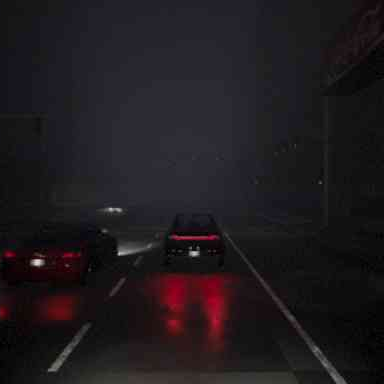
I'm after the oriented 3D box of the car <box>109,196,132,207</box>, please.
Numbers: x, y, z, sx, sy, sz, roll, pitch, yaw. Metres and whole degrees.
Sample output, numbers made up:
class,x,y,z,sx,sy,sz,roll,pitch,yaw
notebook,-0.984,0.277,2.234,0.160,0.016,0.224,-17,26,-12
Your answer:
class,x,y,z,sx,sy,sz,roll,pitch,yaw
car,-10.566,1.384,47.954,2.128,1.511,4.902,0,0,0

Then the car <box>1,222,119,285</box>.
class,x,y,z,sx,sy,sz,roll,pitch,yaw
car,-3.438,1.543,9.444,1.994,1.385,4.181,0,0,0

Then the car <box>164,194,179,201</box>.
class,x,y,z,sx,sy,sz,roll,pitch,yaw
car,-4.566,1.163,73.629,2.097,1.767,4.553,0,0,-27

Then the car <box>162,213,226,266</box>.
class,x,y,z,sx,sy,sz,roll,pitch,yaw
car,0.072,1.463,11.421,2.128,1.511,4.902,0,0,0
